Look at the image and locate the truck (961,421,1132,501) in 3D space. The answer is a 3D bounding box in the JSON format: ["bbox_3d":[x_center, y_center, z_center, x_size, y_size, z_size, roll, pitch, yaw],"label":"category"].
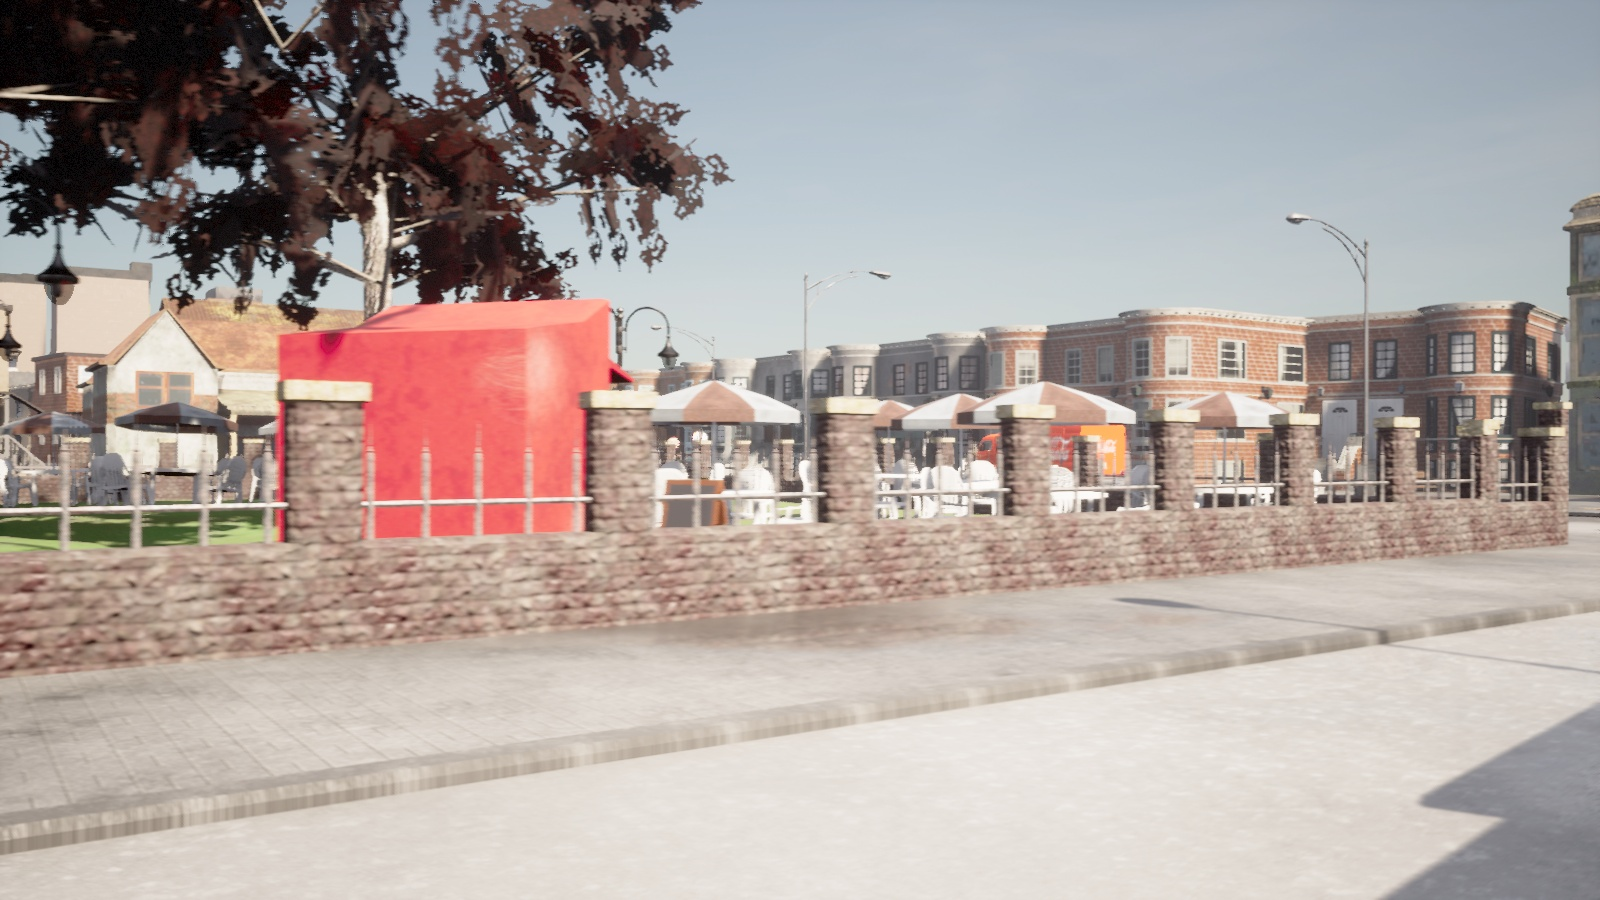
[{"bbox_3d":[8.091,0.343,41.732,2.627,2.467,5.204,0,0,-35],"label":"truck"}]

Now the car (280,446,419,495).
[{"bbox_3d":[-17.022,0.756,47.537,4.553,1.767,2.097,0,0,-35],"label":"car"}]
